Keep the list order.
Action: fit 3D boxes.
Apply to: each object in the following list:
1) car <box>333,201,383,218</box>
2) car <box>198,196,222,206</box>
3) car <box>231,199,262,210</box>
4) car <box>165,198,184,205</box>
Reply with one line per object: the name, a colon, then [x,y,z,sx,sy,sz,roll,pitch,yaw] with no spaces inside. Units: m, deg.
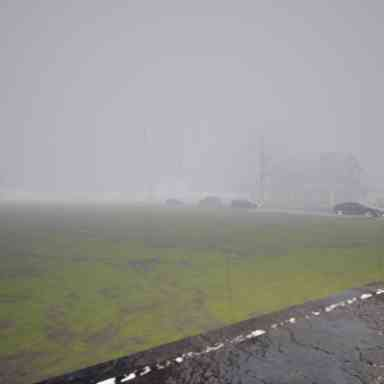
car: [16.443,1.714,32.845,1.837,1.490,4.892,0,0,-35]
car: [3.047,1.511,57.140,2.097,1.767,4.553,0,0,-35]
car: [7.438,1.661,45.724,2.128,1.511,4.902,0,0,-35]
car: [-3.157,1.728,61.032,1.994,1.385,4.181,0,0,-35]
